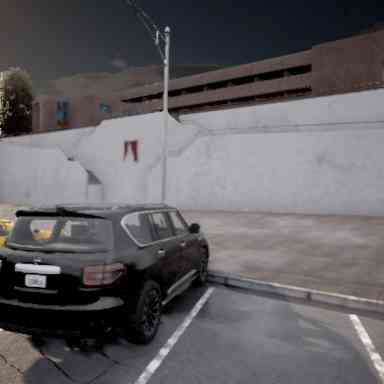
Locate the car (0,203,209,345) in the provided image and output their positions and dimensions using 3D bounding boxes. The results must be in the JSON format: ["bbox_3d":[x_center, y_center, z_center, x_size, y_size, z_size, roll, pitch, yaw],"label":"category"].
[{"bbox_3d":[-1.212,1.231,6.697,2.435,2.045,5.566,0,-1,16],"label":"car"}]
